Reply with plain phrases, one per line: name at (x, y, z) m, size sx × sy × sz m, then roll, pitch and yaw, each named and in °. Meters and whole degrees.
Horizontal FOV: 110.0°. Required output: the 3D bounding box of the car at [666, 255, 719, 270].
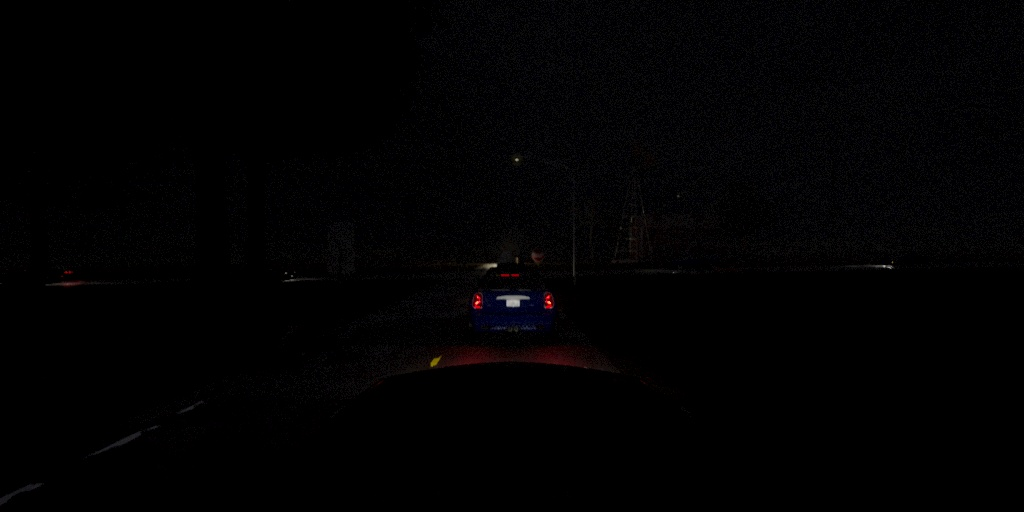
car at (18.214, 0.607, 36.281) m, size 5.008 × 1.535 × 1.882 m, roll -1°, pitch 1°, yaw -1°

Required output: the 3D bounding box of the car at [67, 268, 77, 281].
car at (-46.499, 1.828, 35.746) m, size 4.892 × 1.490 × 1.837 m, roll -1°, pitch 1°, yaw 2°

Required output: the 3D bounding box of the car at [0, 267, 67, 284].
car at (-44.948, 1.857, 32.916) m, size 4.902 × 1.511 × 2.128 m, roll -1°, pitch 1°, yaw 0°

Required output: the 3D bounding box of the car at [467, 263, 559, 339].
car at (0.003, 1.040, 9.998) m, size 2.097 × 1.767 × 4.553 m, roll 0°, pitch 0°, yaw -1°

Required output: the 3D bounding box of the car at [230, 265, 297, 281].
car at (-22.959, 1.526, 33.040) m, size 5.357 × 1.411 × 2.033 m, roll -1°, pitch 1°, yaw -1°

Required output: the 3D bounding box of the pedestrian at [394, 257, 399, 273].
pedestrian at (-12.616, 0.967, 39.084) m, size 0.375 × 1.860 × 0.375 m, roll 0°, pitch 2°, yaw 0°

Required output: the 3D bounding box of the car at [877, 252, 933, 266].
car at (39.847, 0.255, 36.418) m, size 4.181 × 1.385 × 1.994 m, roll -1°, pitch 1°, yaw 0°
